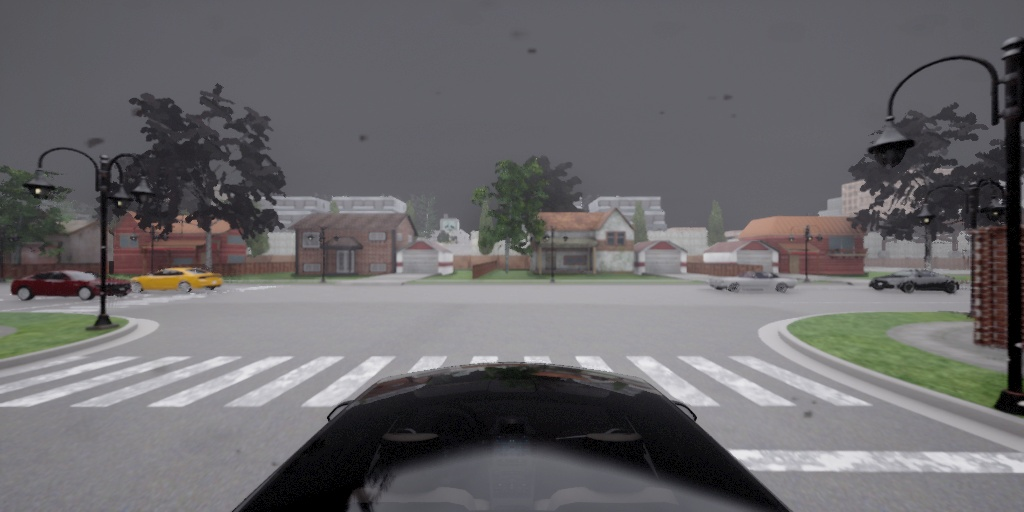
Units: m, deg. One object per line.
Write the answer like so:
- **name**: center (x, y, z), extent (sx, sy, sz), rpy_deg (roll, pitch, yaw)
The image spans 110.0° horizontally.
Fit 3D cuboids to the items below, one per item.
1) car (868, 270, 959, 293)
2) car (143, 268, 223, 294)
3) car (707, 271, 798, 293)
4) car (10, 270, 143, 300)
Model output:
- **car**: center (25.516, 1.597, 22.873), extent (4.181, 1.385, 1.994), rpy_deg (0, 0, 1)
- **car**: center (-21.160, 1.510, 22.613), extent (5.008, 1.535, 1.882), rpy_deg (0, -1, 2)
- **car**: center (15.184, 1.634, 22.866), extent (4.718, 1.301, 1.895), rpy_deg (0, 0, 0)
- **car**: center (-23.193, 1.489, 19.024), extent (5.008, 1.535, 1.882), rpy_deg (0, 0, 0)
